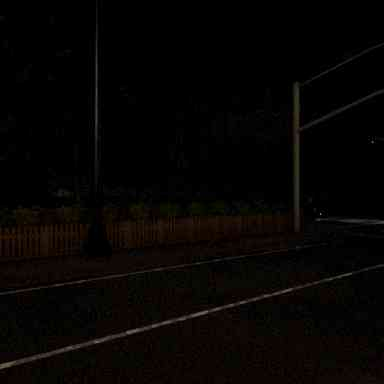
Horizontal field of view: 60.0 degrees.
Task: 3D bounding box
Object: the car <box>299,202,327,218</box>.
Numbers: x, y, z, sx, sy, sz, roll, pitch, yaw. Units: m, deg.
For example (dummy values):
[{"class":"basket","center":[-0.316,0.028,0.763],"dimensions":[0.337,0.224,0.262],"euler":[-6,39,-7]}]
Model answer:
[{"class":"car","center":[9.856,1.601,30.557],"dimensions":[1.895,1.301,4.718],"euler":[0,0,-35]}]
